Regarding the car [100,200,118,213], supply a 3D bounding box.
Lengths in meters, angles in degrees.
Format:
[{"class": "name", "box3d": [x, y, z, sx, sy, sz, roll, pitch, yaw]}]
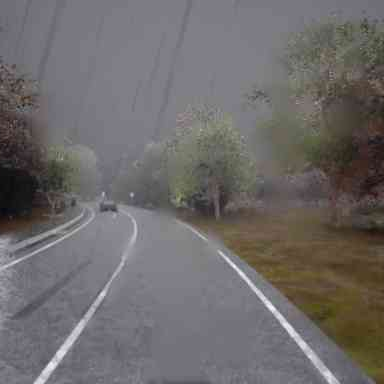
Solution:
[{"class": "car", "box3d": [-9.730, 1.641, 38.699, 2.033, 1.411, 5.357, 1, 0, -17]}]
